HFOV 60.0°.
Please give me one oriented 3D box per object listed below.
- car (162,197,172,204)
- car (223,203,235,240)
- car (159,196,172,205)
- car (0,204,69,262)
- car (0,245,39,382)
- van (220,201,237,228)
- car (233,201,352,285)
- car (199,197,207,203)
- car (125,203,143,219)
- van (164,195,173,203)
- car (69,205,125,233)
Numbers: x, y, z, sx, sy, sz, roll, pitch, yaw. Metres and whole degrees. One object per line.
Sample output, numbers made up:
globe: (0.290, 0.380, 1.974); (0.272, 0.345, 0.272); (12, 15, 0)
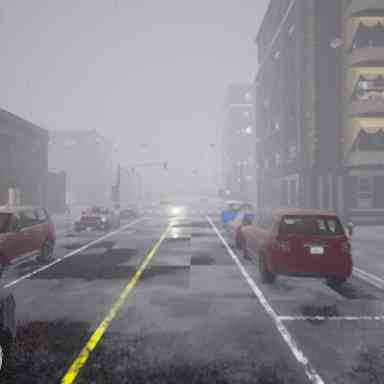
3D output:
car: (-5.683, 1.916, 74.866); (1.887, 1.381, 4.507); (1, 0, 0)
car: (2.704, 1.516, 15.001); (1.967, 1.590, 4.097); (1, 0, 0)
car: (-5.759, 1.888, 69.184); (1.887, 1.381, 4.507); (1, 0, 0)
car: (-5.673, 1.364, 9.601); (2.192, 1.841, 5.009); (1, 0, 0)
car: (-3.100, 1.517, 2.220); (1.837, 1.490, 4.892); (0, 0, 0)
van: (2.706, 1.444, 20.409); (1.690, 1.788, 3.998); (1, 0, 0)
car: (2.707, 1.364, 9.595); (2.192, 1.841, 5.009); (1, 0, 0)
car: (2.699, 1.840, 80.615); (1.967, 1.590, 4.097); (1, 0, 0)
car: (-5.680, 1.708, 31.229); (2.008, 1.369, 4.403); (1, 0, 0)
van: (-5.679, 1.741, 80.554); (1.690, 1.788, 3.998); (1, 0, 0)
car: (-5.676, 1.543, 20.416); (1.967, 1.590, 4.097); (1, 0, 0)
